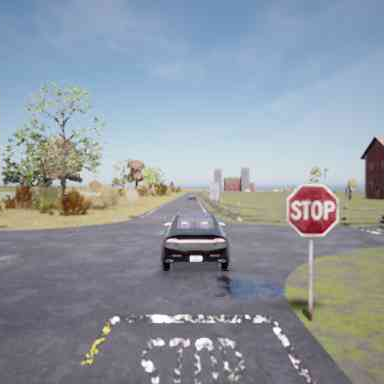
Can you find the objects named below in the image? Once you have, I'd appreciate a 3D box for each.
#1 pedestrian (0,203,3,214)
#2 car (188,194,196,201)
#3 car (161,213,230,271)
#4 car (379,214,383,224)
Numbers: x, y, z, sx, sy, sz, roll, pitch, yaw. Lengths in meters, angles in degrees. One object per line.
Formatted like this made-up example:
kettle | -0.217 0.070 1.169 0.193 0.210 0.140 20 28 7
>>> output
pedestrian | -12.158 1.303 20.666 0.375 1.860 0.375 0 2 0
car | 0.000 1.152 72.201 2.033 1.411 5.357 0 0 0
car | 0.097 1.432 10.705 2.128 1.511 4.902 0 0 0
car | 12.967 1.235 17.481 5.357 1.411 2.033 -1 1 2
